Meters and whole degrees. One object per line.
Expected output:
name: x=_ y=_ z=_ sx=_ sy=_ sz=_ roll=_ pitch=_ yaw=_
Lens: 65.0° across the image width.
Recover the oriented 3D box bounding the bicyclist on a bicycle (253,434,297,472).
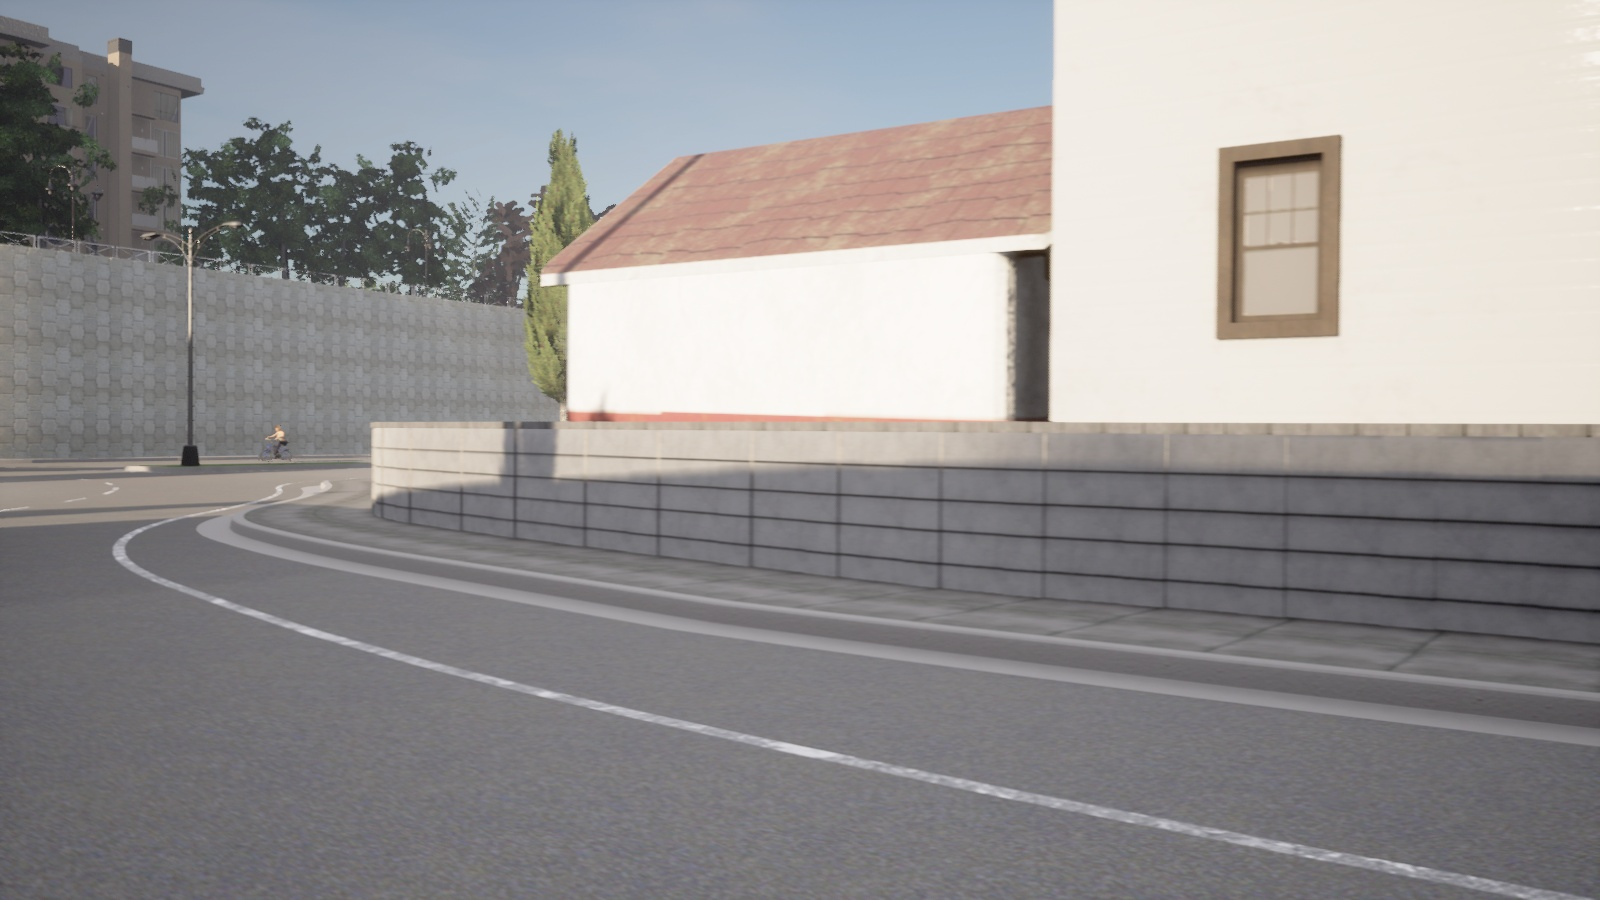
bicyclist on a bicycle: x=-22.716 y=0.134 z=54.351 sx=0.866 sy=1.612 sz=1.509 roll=0 pitch=1 yaw=34
